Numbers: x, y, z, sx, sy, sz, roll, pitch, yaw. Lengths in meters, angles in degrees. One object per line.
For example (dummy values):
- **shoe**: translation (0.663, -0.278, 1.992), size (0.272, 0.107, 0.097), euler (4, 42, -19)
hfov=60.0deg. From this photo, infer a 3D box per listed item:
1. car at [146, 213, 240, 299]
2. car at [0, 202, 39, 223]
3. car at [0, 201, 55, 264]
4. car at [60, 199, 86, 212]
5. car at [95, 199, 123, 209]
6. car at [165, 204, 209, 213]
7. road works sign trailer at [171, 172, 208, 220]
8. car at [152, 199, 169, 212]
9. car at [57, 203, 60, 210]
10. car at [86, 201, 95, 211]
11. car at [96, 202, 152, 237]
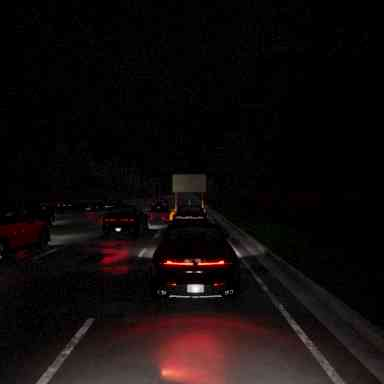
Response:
- **car**: translation (0.047, 1.505, 8.463), size (1.837, 1.490, 4.892), euler (0, 0, 0)
- **car**: translation (-14.105, 1.561, 26.409), size (1.994, 1.385, 4.181), euler (0, 0, -1)
- **car**: translation (-6.980, 1.353, 11.998), size (2.097, 1.767, 4.553), euler (0, 0, -1)
- **car**: translation (-14.229, 1.548, 39.637), size (2.033, 1.411, 5.357), euler (0, 0, 0)
- **car**: translation (-7.147, 1.492, 31.148), size (2.128, 1.511, 4.902), euler (0, 0, -1)
- **car**: translation (-0.069, 1.488, 18.851), size (2.128, 1.511, 4.902), euler (0, 0, 1)
- **road works sign trailer**: translation (-0.187, 0.464, 22.721), size (2.380, 3.560, 2.880), euler (0, 0, -3)
- **car**: translation (-3.719, 1.526, 38.856), size (1.812, 1.442, 4.674), euler (0, 0, -1)
- **car**: translation (-10.560, 1.351, 21.227), size (2.097, 1.767, 4.553), euler (0, 0, 0)
- **car**: translation (-10.727, 1.527, 39.727), size (1.812, 1.442, 4.674), euler (0, -1, -1)
- **car**: translation (-3.533, 1.506, 18.226), size (1.837, 1.490, 4.892), euler (0, 0, 0)
